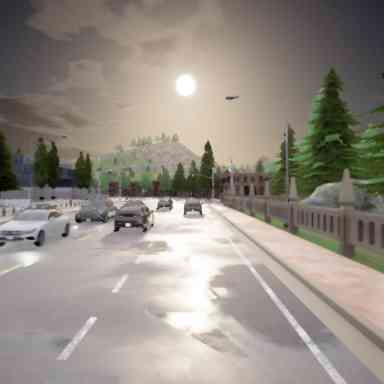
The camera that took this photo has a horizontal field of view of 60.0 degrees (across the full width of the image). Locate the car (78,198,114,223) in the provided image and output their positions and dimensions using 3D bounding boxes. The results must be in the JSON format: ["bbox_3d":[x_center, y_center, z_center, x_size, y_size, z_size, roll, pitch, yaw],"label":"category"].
[{"bbox_3d":[-7.077,1.335,24.980,2.097,1.767,4.553,0,0,0],"label":"car"}]

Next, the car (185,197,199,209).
[{"bbox_3d":[0.016,1.492,47.004,1.812,1.442,4.674,0,0,0],"label":"car"}]

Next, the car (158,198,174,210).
[{"bbox_3d":[-3.428,1.461,43.388,2.128,1.511,4.902,0,0,0],"label":"car"}]

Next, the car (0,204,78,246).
[{"bbox_3d":[-7.084,1.515,15.296,1.812,1.442,4.674,0,0,0],"label":"car"}]

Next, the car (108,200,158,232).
[{"bbox_3d":[-3.399,1.490,20.099,1.837,1.490,4.892,0,0,0],"label":"car"}]

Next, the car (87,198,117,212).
[{"bbox_3d":[-10.506,1.465,39.299,2.128,1.511,4.902,0,0,0],"label":"car"}]

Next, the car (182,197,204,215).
[{"bbox_3d":[0.102,1.482,33.934,1.837,1.490,4.892,0,0,0],"label":"car"}]
